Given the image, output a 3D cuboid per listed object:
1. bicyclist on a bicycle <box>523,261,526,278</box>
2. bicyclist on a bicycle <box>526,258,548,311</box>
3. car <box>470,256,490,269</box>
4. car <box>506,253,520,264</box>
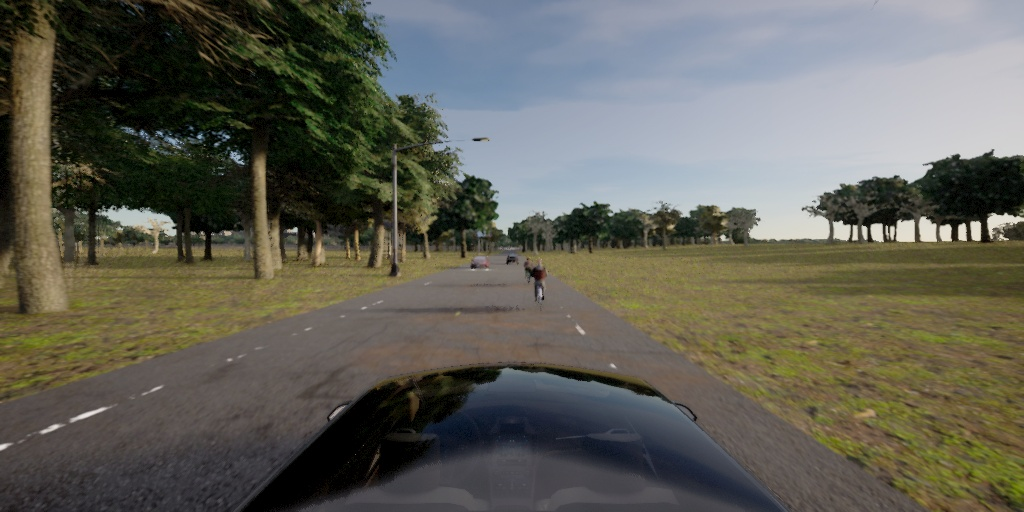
[{"bbox_3d":[0.962,0.928,21.397,0.582,1.620,1.656,0,1,0],"label":"bicyclist on a bicycle"},{"bbox_3d":[0.962,0.971,12.733,0.659,1.776,1.843,0,1,0],"label":"bicyclist on a bicycle"},{"bbox_3d":[-3.564,0.691,40.786,1.812,1.442,4.674,0,1,1],"label":"car"},{"bbox_3d":[0.081,0.420,54.976,1.837,1.490,4.892,0,1,0],"label":"car"}]
